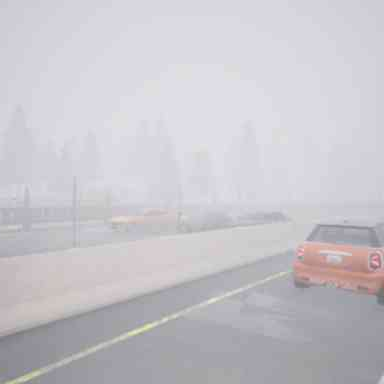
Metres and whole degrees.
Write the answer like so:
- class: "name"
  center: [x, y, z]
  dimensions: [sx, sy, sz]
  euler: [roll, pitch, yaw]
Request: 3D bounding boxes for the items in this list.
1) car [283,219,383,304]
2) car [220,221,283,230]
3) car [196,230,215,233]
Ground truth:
- class: "car"
  center: [4.466, 1.483, 8.766]
  dimensions: [2.097, 1.767, 4.553]
  euler: [-1, -1, 41]
- class: "car"
  center: [3.758, 1.772, 18.330]
  dimensions: [4.892, 1.490, 1.837]
  euler: [1, -1, -44]
- class: "car"
  center: [0.957, 1.859, 20.473]
  dimensions: [4.181, 1.385, 1.994]
  euler: [1, -1, -44]
